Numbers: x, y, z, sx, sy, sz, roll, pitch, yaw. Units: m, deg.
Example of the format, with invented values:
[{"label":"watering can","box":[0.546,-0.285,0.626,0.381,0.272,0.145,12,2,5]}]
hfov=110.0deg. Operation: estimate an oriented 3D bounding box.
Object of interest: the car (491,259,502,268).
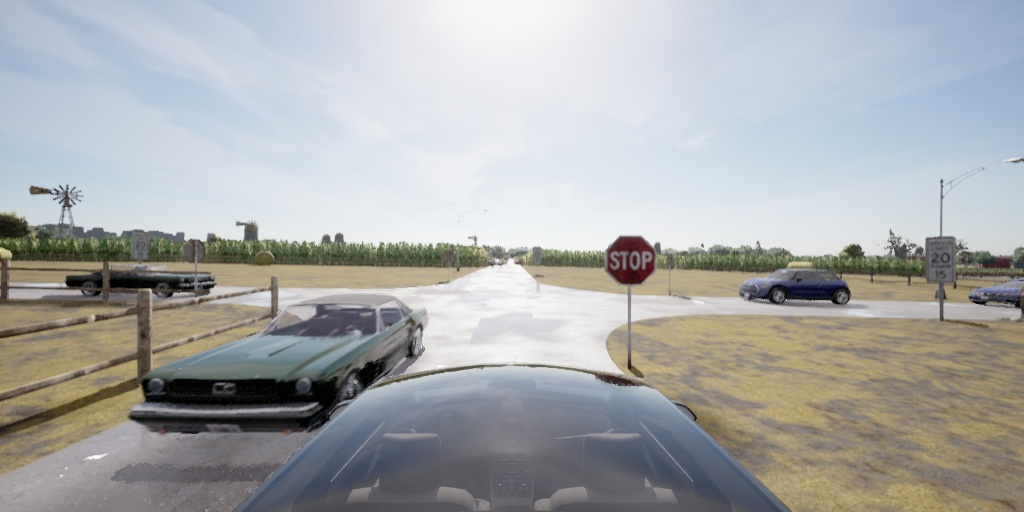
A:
[{"label":"car","box":[-2.725,1.244,64.497,2.128,1.511,4.902,0,-1,0]}]

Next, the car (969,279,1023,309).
[{"label":"car","box":[26.108,1.893,18.036,4.674,1.442,1.812,1,-1,0]}]

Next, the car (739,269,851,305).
[{"label":"car","box":[14.059,1.435,18.022,4.553,1.767,2.097,1,-1,0]}]

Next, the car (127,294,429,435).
[{"label":"car","box":[-2.748,1.341,5.630,1.895,1.301,4.718,0,0,0]}]

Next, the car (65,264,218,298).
[{"label":"car","box":[-15.299,1.015,15.028,4.718,1.301,1.895,1,-1,0]}]
